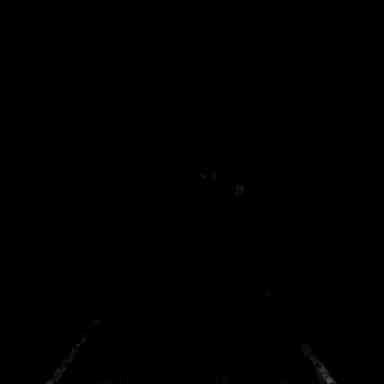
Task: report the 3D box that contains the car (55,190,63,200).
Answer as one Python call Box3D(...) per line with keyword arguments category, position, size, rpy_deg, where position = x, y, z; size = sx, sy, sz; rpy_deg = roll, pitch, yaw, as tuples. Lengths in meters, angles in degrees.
Box3D(category="car", position=(-23.216, 0.624, 51.706), size=(4.674, 1.452, 2.002), rpy_deg=(0, 1, 0))

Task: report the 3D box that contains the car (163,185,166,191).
Box3D(category="car", position=(-9.912, -0.448, 85.242), size=(5.008, 1.535, 2.097), rpy_deg=(0, 3, 0))

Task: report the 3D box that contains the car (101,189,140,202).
Box3D(category="car", position=(-10.139, 0.669, 46.247), size=(4.792, 1.488, 2.163), rpy_deg=(0, 1, 0))

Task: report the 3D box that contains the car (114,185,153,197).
Box3D(category="car", position=(-10.125, 0.260, 57.385), size=(5.566, 2.045, 2.435), rpy_deg=(0, 1, 0))

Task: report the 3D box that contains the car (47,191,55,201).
Box3D(category="car", position=(-23.234, 0.650, 48.922), size=(4.674, 1.452, 2.002), rpy_deg=(0, 1, 0))

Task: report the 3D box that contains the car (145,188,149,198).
Box3D(category="car", position=(-10.110, 0.555, 54.596), size=(5.008, 1.535, 2.097), rpy_deg=(0, 1, 0))

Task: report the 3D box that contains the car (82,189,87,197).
Box3D(category="car", position=(-23.113, 0.425, 62.860), size=(4.792, 1.488, 2.163), rpy_deg=(0, 1, 0))

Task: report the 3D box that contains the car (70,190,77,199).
Box3D(category="car", position=(-23.362, 0.503, 57.411), size=(5.366, 1.575, 1.946), rpy_deg=(0, 1, 0))

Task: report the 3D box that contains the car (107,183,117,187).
Box3D(category="car", position=(-23.027, -0.697, 85.143), size=(5.566, 2.045, 2.435), rpy_deg=(0, 3, 0))

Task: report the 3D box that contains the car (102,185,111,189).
Box3D(category="car", position=(-22.849, -0.187, 79.582), size=(5.366, 1.575, 1.946), rpy_deg=(0, 2, 0))

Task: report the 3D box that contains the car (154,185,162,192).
Box3D(category="car", position=(-10.003, -0.192, 76.888), size=(4.553, 1.767, 2.185), rpy_deg=(0, 2, 0))

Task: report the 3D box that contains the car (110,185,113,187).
Box3D(category="car", position=(-23.022, -0.311, 82.370), size=(5.008, 1.535, 2.097), rpy_deg=(0, 3, 0))

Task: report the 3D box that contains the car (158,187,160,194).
Box3D(category="car", position=(-9.978, 0.174, 71.323), size=(4.792, 1.488, 2.163), rpy_deg=(0, 2, 0))

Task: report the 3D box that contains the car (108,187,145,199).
Box3D(category="car", position=(-10.164, 0.462, 51.815), size=(4.553, 1.767, 2.185), rpy_deg=(0, 1, 0))

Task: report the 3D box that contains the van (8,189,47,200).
Box3D(category="van", position=(-23.122, 0.411, 46.245), size=(4.442, 1.987, 1.878), rpy_deg=(1, 1, 0))

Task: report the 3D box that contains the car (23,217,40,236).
Box3D(category="car", position=(-10.043, 1.509, 16.438), size=(4.792, 1.488, 2.163), rpy_deg=(0, 0, 0))

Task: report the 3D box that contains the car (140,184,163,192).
Box3D(category="car", position=(-9.985, -0.311, 79.666), size=(4.553, 1.767, 2.185), rpy_deg=(0, 3, 0))

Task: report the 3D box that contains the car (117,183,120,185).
Box3D(category="car", position=(-22.994, -0.866, 90.722), size=(4.553, 1.767, 2.185), rpy_deg=(0, 3, 0))

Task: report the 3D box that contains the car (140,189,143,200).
Box3D(category="car", position=(-10.180, 0.644, 49.031), size=(4.792, 1.488, 2.163), rpy_deg=(0, 1, 0))

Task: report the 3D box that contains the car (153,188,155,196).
Box3D(category="car", position=(-10.032, 0.427, 62.957), size=(4.792, 1.488, 2.163), rpy_deg=(0, 2, 0))

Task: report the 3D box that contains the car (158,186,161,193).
Box3D(category="car", position=(-10.019, 0.072, 74.109), size=(4.792, 1.488, 2.163), rpy_deg=(0, 2, 0))

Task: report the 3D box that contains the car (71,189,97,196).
Box3D(category="car", position=(-23.081, 0.141, 71.355), size=(4.892, 1.521, 2.231), rpy_deg=(0, 2, 0))

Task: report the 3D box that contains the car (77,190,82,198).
Box3D(category="car", position=(-23.345, 0.451, 60.206), size=(5.366, 1.575, 1.946), rpy_deg=(0, 1, 0))

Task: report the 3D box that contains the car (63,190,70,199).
Box3D(category="car", position=(-23.224, 0.579, 54.618), size=(4.792, 1.488, 2.163), rpy_deg=(0, 1, 0))

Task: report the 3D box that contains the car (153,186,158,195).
Box3D(category="car", position=(-9.994, 0.111, 68.532), size=(4.553, 1.767, 2.185), rpy_deg=(0, 2, 0))

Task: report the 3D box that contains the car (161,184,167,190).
Box3D(category="car", position=(-9.895, -0.592, 88.027), size=(5.008, 1.535, 2.097), rpy_deg=(0, 3, 0))

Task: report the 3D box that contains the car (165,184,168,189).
Box3D(category="car", position=(-9.853, -0.714, 90.812), size=(4.792, 1.488, 2.163), rpy_deg=(0, 3, 0))

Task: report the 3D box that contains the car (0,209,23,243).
Box3D(category="car", position=(-10.093, 1.485, 13.662), size=(5.008, 1.535, 2.097), rpy_deg=(0, 0, 0))

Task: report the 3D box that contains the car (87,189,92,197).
Box3D(category="car", position=(-23.119, 0.320, 65.650), size=(5.008, 1.535, 2.097), rpy_deg=(0, 2, 0))
